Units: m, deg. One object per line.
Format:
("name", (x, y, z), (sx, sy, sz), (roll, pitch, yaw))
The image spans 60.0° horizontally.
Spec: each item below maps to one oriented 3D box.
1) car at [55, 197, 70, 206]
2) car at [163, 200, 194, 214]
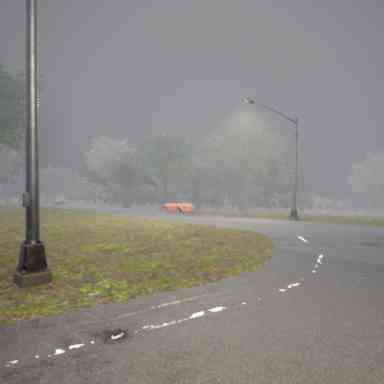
("car", (-24.482, 1.746, 62.779), (2.097, 1.767, 4.553), (3, -3, -29))
("car", (-1.704, 1.753, 40.966), (2.097, 1.767, 4.553), (4, -3, -35))
